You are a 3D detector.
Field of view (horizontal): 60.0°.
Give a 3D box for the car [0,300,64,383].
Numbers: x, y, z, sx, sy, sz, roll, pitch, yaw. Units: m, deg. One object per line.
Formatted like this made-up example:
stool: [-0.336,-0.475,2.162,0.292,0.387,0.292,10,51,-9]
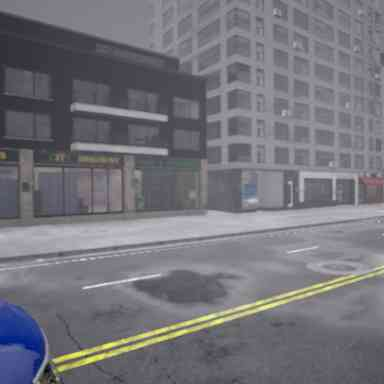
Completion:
car: [-3.320,1.228,1.071,5.566,2.045,2.150,0,0,-35]
